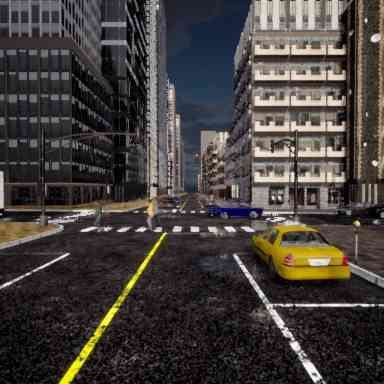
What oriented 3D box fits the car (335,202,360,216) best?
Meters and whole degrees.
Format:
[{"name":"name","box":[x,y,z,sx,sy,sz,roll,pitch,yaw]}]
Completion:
[{"name":"car","box":[16.376,1.624,32.635,4.403,1.369,2.008,0,0,1]}]

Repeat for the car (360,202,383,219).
[{"name":"car","box":[18.350,1.611,30.006,5.008,1.535,1.882,1,1,1]}]

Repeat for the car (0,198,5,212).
[{"name":"car","box":[-21.598,1.276,33.206,4.829,1.417,1.752,0,0,1]}]

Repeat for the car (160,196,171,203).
[{"name":"car","box":[-5.568,1.531,70.117,1.887,1.381,4.507,-1,0,0]}]

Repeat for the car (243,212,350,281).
[{"name":"car","box":[2.825,1.523,9.698,1.752,1.417,4.829,-1,0,0]}]

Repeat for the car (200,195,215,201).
[{"name":"car","box":[2.779,1.539,53.138,2.008,1.369,4.403,-1,0,0]}]

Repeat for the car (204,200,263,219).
[{"name":"car","box":[3.644,1.606,28.529,4.718,1.301,1.895,1,0,-24]}]

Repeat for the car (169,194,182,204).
[{"name":"car","box":[-2.981,1.514,55.612,1.812,1.442,4.674,0,0,0]}]

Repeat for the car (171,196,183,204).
[{"name":"car","box":[-2.911,1.534,65.997,2.033,1.411,5.357,0,0,0]}]

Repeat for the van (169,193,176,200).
[{"name":"van","box":[-5.528,1.325,92.736,1.690,1.788,3.998,-1,0,0]}]

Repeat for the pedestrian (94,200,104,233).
[{"name":"pedestrian","box":[-5.013,1.289,17.868,0.375,1.860,0.375,-1,1,0]}]

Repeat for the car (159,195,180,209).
[{"name":"car","box":[-3.002,1.494,45.865,1.837,1.490,4.892,0,0,0]}]

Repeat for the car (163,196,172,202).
[{"name":"car","box":[-5.557,1.568,75.771,1.802,1.307,4.206,-1,0,0]}]

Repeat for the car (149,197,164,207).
[{"name":"car","box":[-5.601,1.554,53.153,1.947,1.339,4.313,-1,0,0]}]

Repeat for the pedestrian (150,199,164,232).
[{"name":"pedestrian","box":[-1.935,1.289,18.407,0.375,1.860,0.375,-1,1,0]}]

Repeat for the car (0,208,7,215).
[{"name":"car","box":[-18.277,1.423,27.392,5.357,1.411,2.033,0,1,1]}]

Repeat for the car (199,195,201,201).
[{"name":"car","box":[2.843,1.425,87.065,1.967,1.590,4.097,-1,0,0]}]

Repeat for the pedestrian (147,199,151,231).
[{"name":"pedestrian","box":[-2.325,1.289,19.061,0.375,1.860,0.375,-1,1,0]}]

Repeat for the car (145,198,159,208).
[{"name":"car","box":[-5.612,1.515,47.329,1.752,1.417,4.829,-1,0,0]}]

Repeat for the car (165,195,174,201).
[{"name":"car","box":[-5.547,1.530,81.426,1.887,1.381,4.507,-1,0,0]}]
